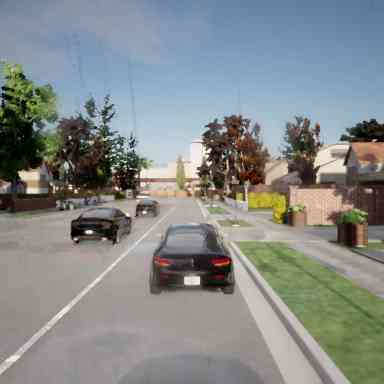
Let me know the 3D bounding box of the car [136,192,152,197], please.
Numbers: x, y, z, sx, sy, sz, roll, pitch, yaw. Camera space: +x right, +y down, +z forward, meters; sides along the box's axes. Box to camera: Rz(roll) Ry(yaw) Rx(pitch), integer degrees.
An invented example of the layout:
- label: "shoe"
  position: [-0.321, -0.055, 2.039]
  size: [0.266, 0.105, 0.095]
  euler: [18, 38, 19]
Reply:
- label: "car"
  position: [-7.739, 1.041, 54.131]
  size: [2.150, 2.045, 5.566]
  euler: [0, 1, 0]

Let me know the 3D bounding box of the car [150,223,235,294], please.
- label: "car"
  position: [0.003, 1.525, 8.650]
  size: [1.812, 1.442, 4.674]
  euler: [0, 0, 0]

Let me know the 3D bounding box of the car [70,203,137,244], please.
- label: "car"
  position: [-4.145, 1.474, 15.878]
  size: [1.882, 1.535, 5.008]
  euler: [0, 0, 0]

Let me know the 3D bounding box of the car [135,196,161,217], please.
- label: "car"
  position: [-4.053, 1.465, 30.907]
  size: [1.837, 1.490, 4.892]
  euler: [0, 0, 0]
